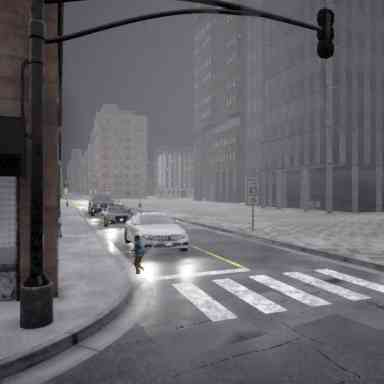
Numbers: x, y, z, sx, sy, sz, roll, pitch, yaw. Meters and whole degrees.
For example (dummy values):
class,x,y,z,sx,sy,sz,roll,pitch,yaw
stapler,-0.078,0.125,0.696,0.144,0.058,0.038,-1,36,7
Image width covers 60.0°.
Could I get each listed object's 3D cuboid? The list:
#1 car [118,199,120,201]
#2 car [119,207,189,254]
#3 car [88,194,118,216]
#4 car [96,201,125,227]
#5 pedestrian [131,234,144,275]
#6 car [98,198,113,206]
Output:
class,x,y,z,sx,sy,sz,roll,pitch,yaw
car,-11.218,1.659,47.548,1.895,1.301,4.718,0,0,-21
car,-1.628,1.542,13.761,1.812,1.442,4.674,0,0,-21
car,-9.056,1.261,33.042,2.150,2.045,5.566,0,0,-21
car,-5.226,1.592,23.055,1.994,1.385,4.181,0,0,-21
pedestrian,-1.417,1.684,9.048,0.500,1.100,0.500,0,0,-21
car,-14.894,1.671,57.096,1.895,1.301,4.718,0,0,-21
